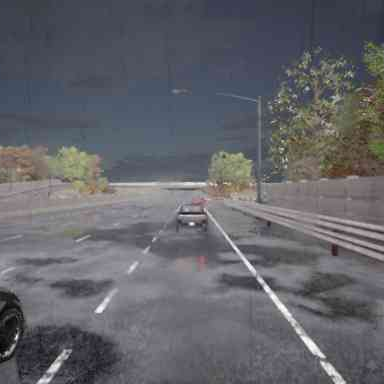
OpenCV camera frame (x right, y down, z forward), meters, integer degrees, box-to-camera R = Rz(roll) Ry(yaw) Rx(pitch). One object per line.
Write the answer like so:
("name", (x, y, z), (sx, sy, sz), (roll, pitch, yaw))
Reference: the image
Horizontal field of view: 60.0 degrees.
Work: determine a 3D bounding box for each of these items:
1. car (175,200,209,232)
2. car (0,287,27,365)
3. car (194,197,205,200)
("car", (-0.014, 1.491, 20.166), (2.128, 1.511, 4.902), (0, 0, 0))
("car", (-3.402, 1.561, 3.164), (1.994, 1.385, 4.181), (0, 0, 0))
("car", (1.272, 1.594, 56.725), (1.994, 1.385, 4.181), (0, -1, 9))
